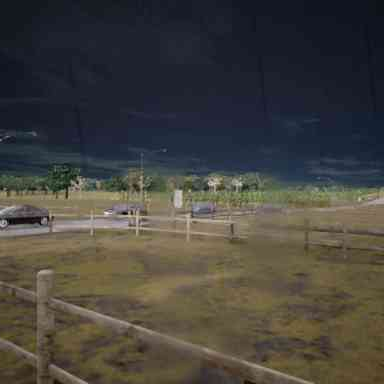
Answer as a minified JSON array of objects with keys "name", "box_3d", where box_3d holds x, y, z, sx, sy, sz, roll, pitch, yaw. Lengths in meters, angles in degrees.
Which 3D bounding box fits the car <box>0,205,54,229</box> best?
[{"name":"car","box_3d":[-12.504,1.744,24.108,1.837,1.490,4.892,1,-1,35]}]

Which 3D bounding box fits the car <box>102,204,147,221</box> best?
[{"name":"car","box_3d":[-6.519,1.955,32.592,2.128,1.511,4.902,1,-1,35]}]

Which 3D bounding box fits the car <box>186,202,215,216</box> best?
[{"name":"car","box_3d":[1.134,2.135,43.419,2.097,1.767,4.553,1,-1,35]}]

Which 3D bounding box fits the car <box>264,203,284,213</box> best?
[{"name":"car","box_3d":[14.076,2.678,56.683,2.097,1.767,4.553,1,-1,35]}]
